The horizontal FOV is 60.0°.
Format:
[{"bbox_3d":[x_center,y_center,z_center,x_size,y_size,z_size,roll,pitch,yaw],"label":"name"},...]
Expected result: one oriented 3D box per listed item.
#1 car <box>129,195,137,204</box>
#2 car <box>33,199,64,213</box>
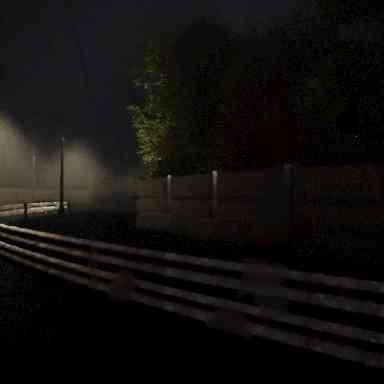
[{"bbox_3d":[-13.899,1.852,82.681,2.150,2.045,5.566,0,0,6],"label":"car"},{"bbox_3d":[-17.911,1.632,41.836,2.097,1.767,4.553,0,0,5],"label":"car"}]
